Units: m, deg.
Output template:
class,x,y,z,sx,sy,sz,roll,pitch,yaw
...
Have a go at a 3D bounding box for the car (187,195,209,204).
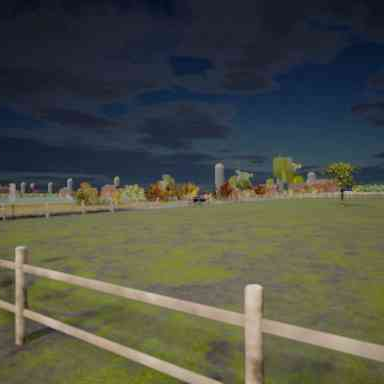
class,x,y,z,sx,sy,sz,roll,pitch,yaw
car,1.095,1.371,58.618,1.837,1.490,4.892,-2,-1,35
